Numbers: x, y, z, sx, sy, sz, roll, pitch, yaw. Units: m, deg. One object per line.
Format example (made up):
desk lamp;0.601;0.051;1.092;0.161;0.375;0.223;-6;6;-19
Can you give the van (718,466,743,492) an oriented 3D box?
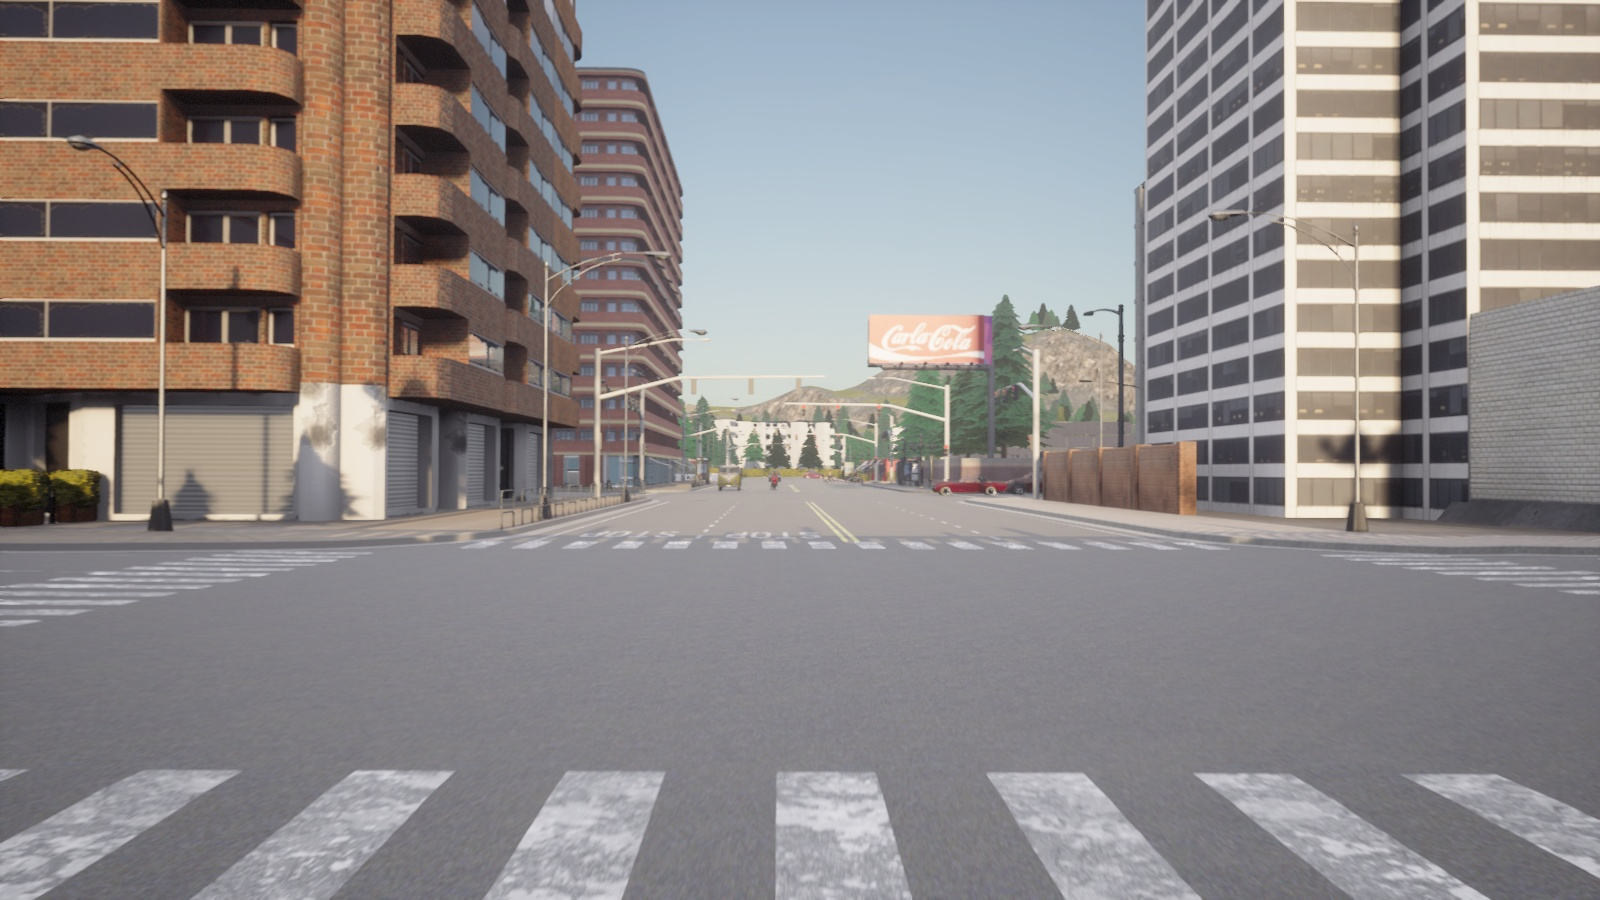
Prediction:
van;-5.436;2.232;98.189;1.775;1.987;4.442;0;-1;-1

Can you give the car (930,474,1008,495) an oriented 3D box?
car;10.784;2.221;80.514;4.718;1.301;1.895;0;-1;-1

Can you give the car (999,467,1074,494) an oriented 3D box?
car;15.815;2.020;84.088;4.553;1.767;2.097;0;-1;-1
